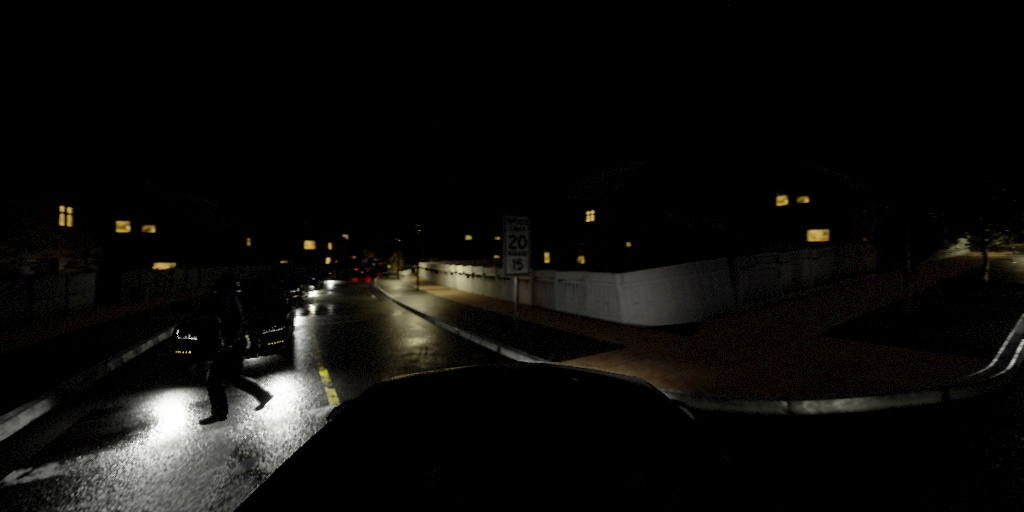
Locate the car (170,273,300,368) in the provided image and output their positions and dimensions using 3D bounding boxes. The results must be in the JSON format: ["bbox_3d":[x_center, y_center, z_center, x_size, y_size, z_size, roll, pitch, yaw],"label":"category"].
[{"bbox_3d":[-6.107,1.327,8.325,1.837,1.490,4.892,0,0,-30],"label":"car"}]

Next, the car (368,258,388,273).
[{"bbox_3d":[-18.812,1.230,50.169,2.150,2.045,5.566,0,0,-10],"label":"car"}]

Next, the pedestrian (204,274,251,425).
[{"bbox_3d":[-3.512,1.081,4.446,0.375,1.860,0.375,0,0,-33],"label":"pedestrian"}]

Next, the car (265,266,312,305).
[{"bbox_3d":[-10.635,1.400,16.681,1.837,1.490,4.892,0,0,-26],"label":"car"}]

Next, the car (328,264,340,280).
[{"bbox_3d":[-18.030,1.529,34.962,1.837,1.490,4.892,0,0,-17],"label":"car"}]

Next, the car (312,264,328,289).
[{"bbox_3d":[-14.574,1.444,25.388,1.882,1.535,5.008,0,0,-21],"label":"car"}]

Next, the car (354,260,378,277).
[{"bbox_3d":[-16.511,1.552,40.295,1.812,1.442,4.674,0,0,-15],"label":"car"}]
